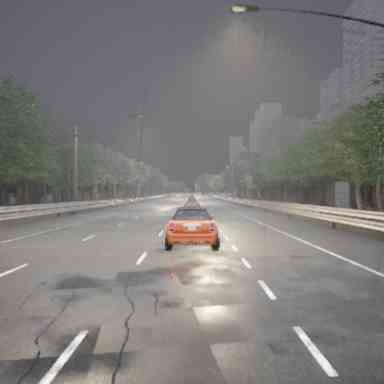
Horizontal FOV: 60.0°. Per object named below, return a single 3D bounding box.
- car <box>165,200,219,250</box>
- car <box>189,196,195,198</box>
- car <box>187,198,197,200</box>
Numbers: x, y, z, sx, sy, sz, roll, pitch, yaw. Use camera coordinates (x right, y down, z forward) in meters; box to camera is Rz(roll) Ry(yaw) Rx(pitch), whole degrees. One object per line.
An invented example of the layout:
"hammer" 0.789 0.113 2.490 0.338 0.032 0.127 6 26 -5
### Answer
"car" -0.001 1.428 14.892 2.097 1.767 4.553 0 0 0
"car" 0.001 1.881 63.678 1.994 1.385 4.181 0 0 0
"car" 0.000 1.656 32.566 1.882 1.535 5.008 0 0 0
